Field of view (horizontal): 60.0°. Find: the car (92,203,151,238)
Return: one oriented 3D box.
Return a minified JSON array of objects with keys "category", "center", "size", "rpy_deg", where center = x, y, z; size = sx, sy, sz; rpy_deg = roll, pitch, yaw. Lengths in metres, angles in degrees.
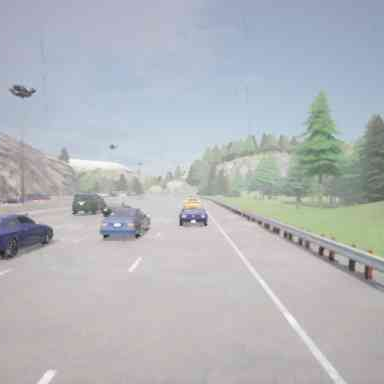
[{"category":"car","center":[-3.407,1.548,17.672],"size":[2.033,1.411,5.357],"rpy_deg":[0,0,0]}]

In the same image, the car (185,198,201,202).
[{"category":"car","center":[0.083,1.479,41.609],"size":[1.882,1.535,5.008],"rpy_deg":[0,0,0]}]

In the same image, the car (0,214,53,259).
[{"category":"car","center":[-6.904,1.526,12.406],"size":[1.812,1.442,4.674],"rpy_deg":[0,0,0]}]

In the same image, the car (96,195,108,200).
[{"category":"car","center":[-24.537,1.568,90.921],"size":[1.895,1.301,4.718],"rpy_deg":[0,0,0]}]

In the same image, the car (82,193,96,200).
[{"category":"car","center":[-28.037,1.201,90.883],"size":[2.150,2.045,5.566],"rpy_deg":[0,0,0]}]

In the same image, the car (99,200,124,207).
[{"category":"car","center":[-6.913,1.601,31.121],"size":[1.895,1.301,4.718],"rpy_deg":[0,0,0]}]

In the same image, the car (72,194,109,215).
[{"category":"car","center":[-10.413,1.222,33.958],"size":[2.150,2.045,5.566],"rpy_deg":[0,0,0]}]

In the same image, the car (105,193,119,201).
[{"category":"car","center":[-21.035,1.221,87.640],"size":[2.150,2.045,5.566],"rpy_deg":[0,0,0]}]

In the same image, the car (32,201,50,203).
[{"category":"car","center":[-21.095,1.353,46.069],"size":[2.097,1.767,4.553],"rpy_deg":[0,0,0]}]

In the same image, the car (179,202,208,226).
[{"category":"car","center":[0.091,1.602,23.563],"size":[1.895,1.301,4.718],"rpy_deg":[0,0,0]}]
